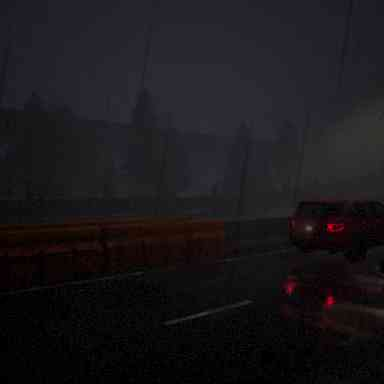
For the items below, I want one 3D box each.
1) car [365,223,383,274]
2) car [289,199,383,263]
[{"bbox_3d":[7.129,1.595,8.949,5.357,1.411,2.033,0,0,-35],"label":"car"},{"bbox_3d":[6.024,1.275,12.454,5.566,2.045,2.150,0,0,-35],"label":"car"}]
